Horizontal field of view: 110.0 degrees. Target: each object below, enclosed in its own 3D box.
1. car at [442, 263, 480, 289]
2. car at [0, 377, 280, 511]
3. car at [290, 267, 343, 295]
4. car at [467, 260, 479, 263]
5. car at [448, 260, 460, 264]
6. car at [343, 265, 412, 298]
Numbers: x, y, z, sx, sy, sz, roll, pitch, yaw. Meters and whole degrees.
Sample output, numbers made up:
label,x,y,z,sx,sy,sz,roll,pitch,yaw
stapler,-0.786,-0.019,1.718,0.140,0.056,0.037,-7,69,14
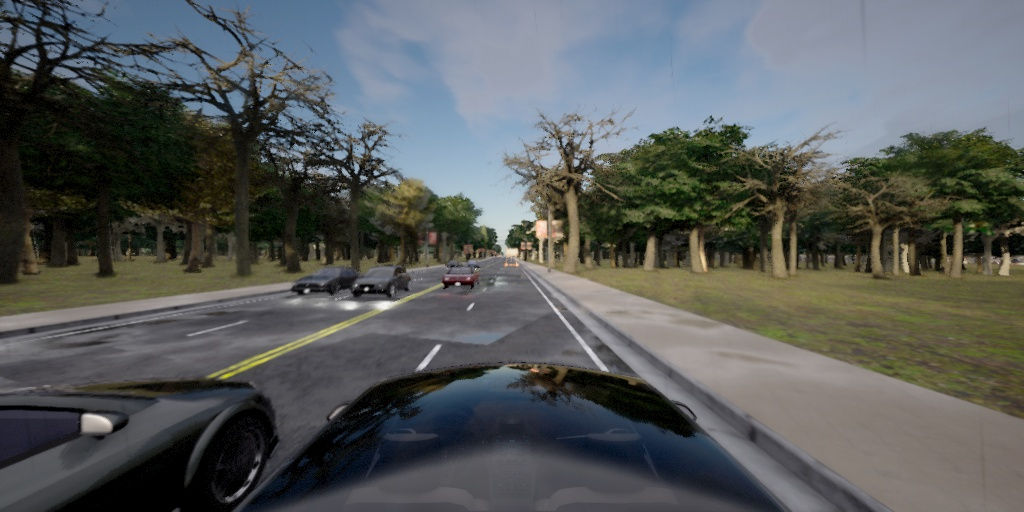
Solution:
label,x,y,z,sx,sy,sz,roll,pitch,yaw
car,-3.157,1.354,23.090,1.895,1.301,4.718,0,0,0
car,-3.149,1.314,1.613,1.994,1.385,4.181,0,0,0
car,-9.855,1.301,19.877,2.033,1.411,5.357,0,0,0
car,-6.582,1.374,60.583,1.812,1.442,4.674,0,0,1
car,-9.830,1.413,61.004,1.994,1.385,4.181,0,0,1
car,-6.604,1.258,18.689,1.837,1.490,4.892,0,0,0
